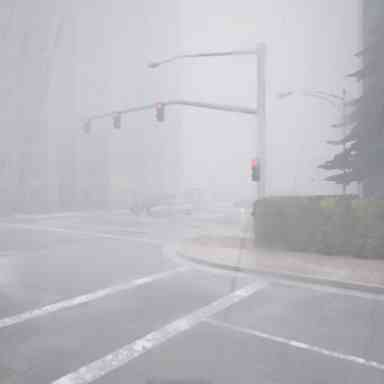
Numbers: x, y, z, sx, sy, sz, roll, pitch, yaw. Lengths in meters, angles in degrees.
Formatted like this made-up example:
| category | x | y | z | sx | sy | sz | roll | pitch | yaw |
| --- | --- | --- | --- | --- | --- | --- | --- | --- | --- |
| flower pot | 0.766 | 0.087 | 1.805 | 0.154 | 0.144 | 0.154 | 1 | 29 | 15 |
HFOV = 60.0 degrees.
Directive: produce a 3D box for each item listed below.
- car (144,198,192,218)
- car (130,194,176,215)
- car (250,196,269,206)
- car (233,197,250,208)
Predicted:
| category | x | y | z | sx | sy | sz | roll | pitch | yaw |
| --- | --- | --- | --- | --- | --- | --- | --- | --- | --- |
| car | -1.801 | 1.506 | 29.799 | 1.812 | 1.442 | 4.674 | 0 | 0 | 36 |
| car | -3.642 | 1.198 | 33.244 | 2.150 | 2.045 | 5.566 | 0 | 0 | 36 |
| car | 10.510 | 1.330 | 46.583 | 2.097 | 1.767 | 4.553 | 0 | 0 | 36 |
| car | 7.788 | 1.511 | 48.786 | 1.837 | 1.490 | 4.892 | 0 | 0 | 36 |
